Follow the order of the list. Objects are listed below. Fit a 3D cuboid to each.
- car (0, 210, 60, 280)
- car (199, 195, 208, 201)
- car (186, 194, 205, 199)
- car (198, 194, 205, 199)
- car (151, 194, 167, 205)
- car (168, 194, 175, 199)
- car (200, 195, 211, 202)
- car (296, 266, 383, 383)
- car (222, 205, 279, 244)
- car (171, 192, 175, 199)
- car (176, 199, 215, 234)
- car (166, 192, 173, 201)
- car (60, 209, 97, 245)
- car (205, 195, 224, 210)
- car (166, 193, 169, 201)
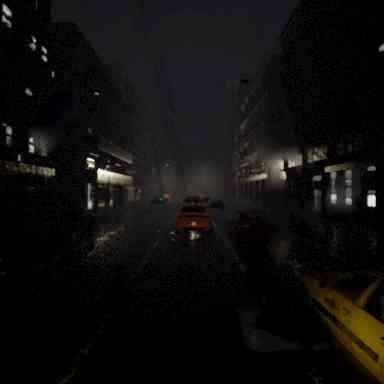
[{"bbox_3d":[-5.695,1.407,9.615,1.967,1.590,4.097,0,0,0],"label":"car"},{"bbox_3d":[2.647,1.306,77.251,1.802,1.307,4.206,0,0,0],"label":"car"},{"bbox_3d":[0.079,1.223,36.647,2.097,1.767,4.553,0,0,0],"label":"car"},{"bbox_3d":[2.638,1.245,94.160,1.802,1.307,4.206,0,0,0],"label":"car"},{"bbox_3d":[-5.721,1.357,54.705,2.008,1.369,4.403,0,0,0],"label":"car"},{"bbox_3d":[-5.743,1.189,93.989,1.752,1.417,4.829,0,0,0],"label":"car"},{"bbox_3d":[2.654,1.331,65.979,1.947,1.339,4.313,0,0,0],"label":"car"},{"bbox_3d":[2.689,1.510,4.151,1.752,1.417,4.829,0,0,0],"label":"car"},{"bbox_3d":[2.682,1.491,15.253,1.887,1.381,4.507,0,0,0],"label":"car"},{"bbox_3d":[-5.736,1.019,82.886,2.192,1.841,5.009,0,0,0],"label":"car"},{"bbox_3d":[0.089,1.411,18.961,1.882,1.535,5.008,0,0,0],"label":"car"},{"bbox_3d":[-5.730,1.290,71.614,1.887,1.381,4.507,0,0,0],"label":"car"},{"bbox_3d":[-5.698,1.492,15.253,1.887,1.381,4.507,0,0,0],"label":"car"},{"bbox_3d":[2.670,1.418,37.797,2.008,1.369,4.403,0,0,0],"label":"car"},{"bbox_3d":[-5.724,1.337,60.342,2.008,1.369,4.403,0,0,0],"label":"car"}]
